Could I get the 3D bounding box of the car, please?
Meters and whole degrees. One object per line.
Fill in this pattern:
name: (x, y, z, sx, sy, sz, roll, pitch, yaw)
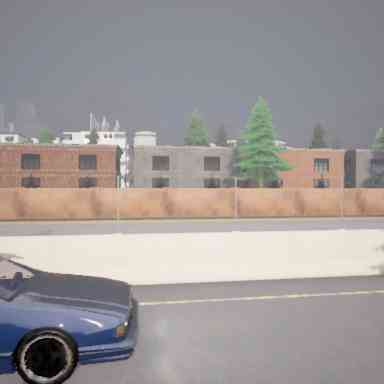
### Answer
car: (-3.430, 1.547, 4.412, 5.357, 1.411, 2.033, 0, 0, -9)
